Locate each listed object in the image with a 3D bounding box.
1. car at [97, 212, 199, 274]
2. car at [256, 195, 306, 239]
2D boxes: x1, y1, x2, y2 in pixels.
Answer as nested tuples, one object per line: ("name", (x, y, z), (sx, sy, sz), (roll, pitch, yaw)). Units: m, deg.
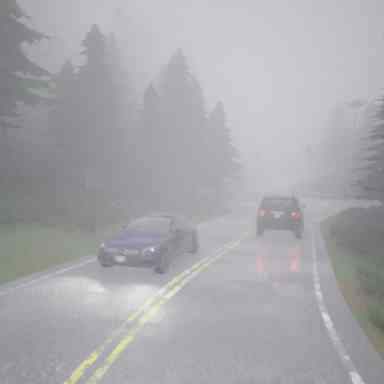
("car", (-1.099, 1.408, 10.539), (1.812, 1.442, 4.674), (2, 1, 17))
("car", (4.823, 1.193, 17.828), (2.150, 2.045, 5.566), (2, 1, 20))
